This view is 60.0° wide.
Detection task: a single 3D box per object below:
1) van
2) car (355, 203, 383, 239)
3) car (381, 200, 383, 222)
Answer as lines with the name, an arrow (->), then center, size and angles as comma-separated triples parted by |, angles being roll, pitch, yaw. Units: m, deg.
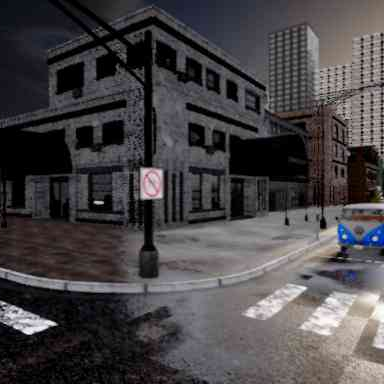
van -> 6.848, 1.342, 12.984 | 1.690, 1.788, 3.998 | 0, 0, 35
car -> 10.045, 1.443, 17.488 | 1.967, 1.590, 4.097 | 0, 0, 35
car -> 16.440, 1.449, 26.498 | 1.967, 1.590, 4.097 | 0, 0, 35
